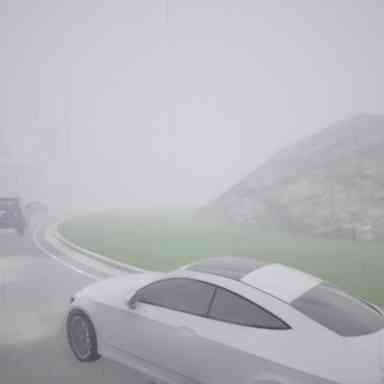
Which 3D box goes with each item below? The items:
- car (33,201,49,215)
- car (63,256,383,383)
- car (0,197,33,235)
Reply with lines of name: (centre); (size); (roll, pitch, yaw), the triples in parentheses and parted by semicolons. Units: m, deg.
car: (-16.727, 1.637, 34.724); (1.812, 1.442, 4.674); (0, 0, 1)
car: (0.286, 1.558, 4.136); (4.674, 1.442, 1.812); (0, 0, 39)
car: (-10.628, 1.273, 19.031); (2.150, 2.045, 5.566); (0, 0, -23)
